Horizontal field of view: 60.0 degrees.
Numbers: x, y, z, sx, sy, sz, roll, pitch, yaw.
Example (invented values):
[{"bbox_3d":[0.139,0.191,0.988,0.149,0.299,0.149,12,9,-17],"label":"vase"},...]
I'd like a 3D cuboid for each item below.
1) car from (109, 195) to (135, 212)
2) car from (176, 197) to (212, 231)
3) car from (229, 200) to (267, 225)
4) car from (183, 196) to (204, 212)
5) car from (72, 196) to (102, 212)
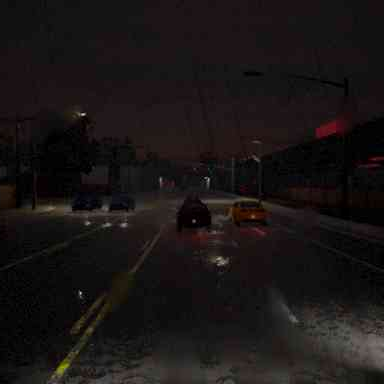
[{"bbox_3d":[-6.979,1.142,33.527,1.882,1.535,5.008,0,1,0],"label":"car"},{"bbox_3d":[0.113,1.309,19.473,1.882,1.535,5.008,0,1,0],"label":"car"},{"bbox_3d":[3.615,1.272,22.151,1.882,1.535,5.008,0,1,0],"label":"car"},{"bbox_3d":[0.095,1.180,33.875,1.994,1.385,4.181,0,1,0],"label":"car"},{"bbox_3d":[-10.478,1.147,33.529,1.882,1.535,5.008,0,1,0],"label":"car"}]
